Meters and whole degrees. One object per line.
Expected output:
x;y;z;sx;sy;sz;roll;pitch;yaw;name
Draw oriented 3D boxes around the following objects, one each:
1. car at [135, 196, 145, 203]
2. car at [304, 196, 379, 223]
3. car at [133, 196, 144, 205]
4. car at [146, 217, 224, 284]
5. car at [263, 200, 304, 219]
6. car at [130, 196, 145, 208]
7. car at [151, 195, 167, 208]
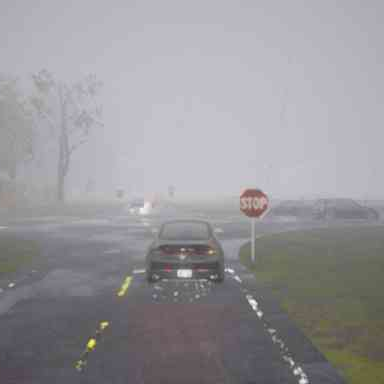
-10.487;1.452;67.226;1.895;1.301;4.718;0;0;-8;car
10.841;1.189;23.764;4.553;1.767;2.097;0;0;-5;car
-8.934;1.398;55.755;1.812;1.442;4.674;0;0;-8;car
-0.155;1.478;9.493;1.837;1.490;4.892;0;0;0;car
7.486;1.368;27.182;4.674;1.442;1.812;0;0;-5;car
-7.545;1.439;45.998;2.033;1.411;5.357;0;0;-8;car
-4.660;1.240;46.745;2.097;1.767;4.553;0;0;-9;car
